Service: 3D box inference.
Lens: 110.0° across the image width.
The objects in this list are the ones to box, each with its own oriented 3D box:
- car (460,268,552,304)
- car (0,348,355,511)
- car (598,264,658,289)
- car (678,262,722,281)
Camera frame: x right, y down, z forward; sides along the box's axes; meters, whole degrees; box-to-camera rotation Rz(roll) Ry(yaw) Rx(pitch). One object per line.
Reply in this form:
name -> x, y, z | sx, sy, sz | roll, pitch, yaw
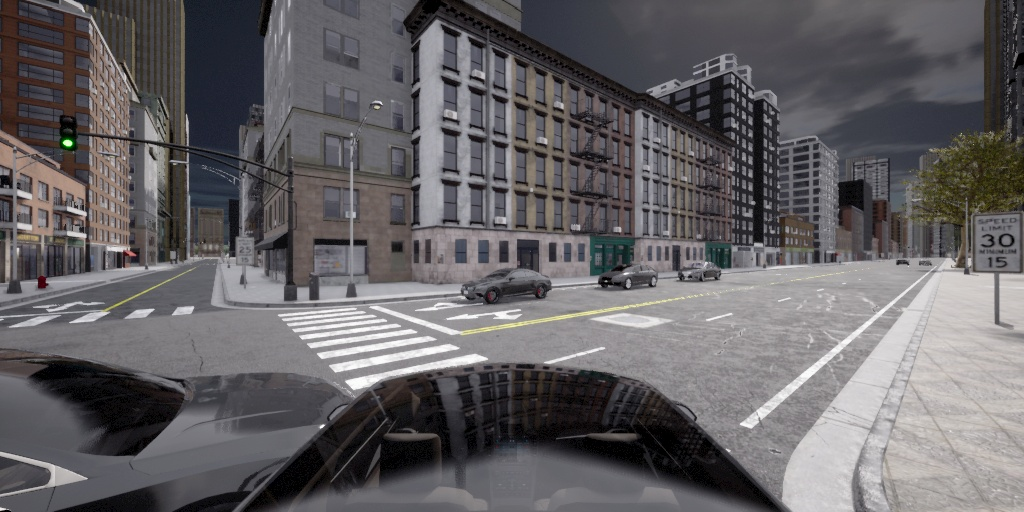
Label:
car -> -0.152, 1.286, 16.676 | 4.674, 1.442, 1.812 | 0, 0, -39
car -> -3.234, 1.257, 1.683 | 4.892, 1.490, 1.837 | 0, 0, -35
car -> 7.497, 1.257, 22.953 | 4.892, 1.490, 1.837 | 0, 0, -39
car -> 15.463, 1.234, 29.477 | 4.902, 1.511, 2.128 | 0, 0, -39
